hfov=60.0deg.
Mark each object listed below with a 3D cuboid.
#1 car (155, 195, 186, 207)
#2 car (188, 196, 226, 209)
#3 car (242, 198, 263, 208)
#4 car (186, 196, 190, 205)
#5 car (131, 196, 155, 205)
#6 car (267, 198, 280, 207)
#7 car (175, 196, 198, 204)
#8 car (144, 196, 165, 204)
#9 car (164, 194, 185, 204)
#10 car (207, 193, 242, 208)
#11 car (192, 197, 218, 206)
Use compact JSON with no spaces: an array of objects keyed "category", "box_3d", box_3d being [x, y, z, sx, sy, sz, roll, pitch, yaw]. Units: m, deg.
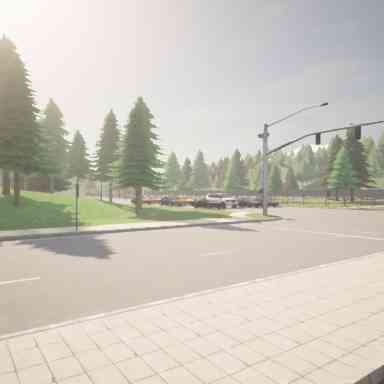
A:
[{"category":"car","box_3d":[-3.424,1.504,51.919,1.837,1.490,4.892,0,0,-35]},{"category":"car","box_3d":[1.931,1.601,44.296,1.895,1.301,4.718,0,0,-35]},{"category":"car","box_3d":[7.677,1.547,48.301,2.033,1.411,5.357,0,0,-35]},{"category":"car","box_3d":[-1.492,1.477,55.262,1.882,1.535,5.008,0,0,-35]},{"category":"car","box_3d":[-9.290,1.547,60.302,2.033,1.411,5.357,0,0,-36]},{"category":"car","box_3d":[10.604,1.547,50.230,2.033,1.411,5.357,0,0,-35]},{"category":"car","box_3d":[-1.143,1.547,67.047,2.033,1.411,5.357,0,0,-34]},{"category":"car","box_3d":[-7.156,1.477,63.376,1.882,1.535,5.008,0,0,-35]},{"category":"car","box_3d":[-3.404,1.352,64.131,2.097,1.767,4.553,0,0,-35]},{"category":"car","box_3d":[4.118,1.221,47.285,2.150,2.045,5.566,0,0,-34]},{"category":"car","box_3d":[2.167,1.601,56.149,1.895,1.301,4.718,0,0,-35]}]
